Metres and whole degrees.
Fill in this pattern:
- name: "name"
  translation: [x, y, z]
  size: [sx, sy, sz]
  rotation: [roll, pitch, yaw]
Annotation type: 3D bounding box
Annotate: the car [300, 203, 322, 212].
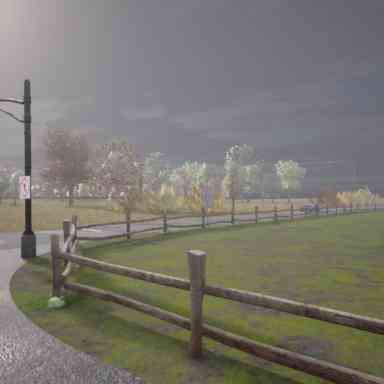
- name: "car"
  translation: [18.950, 2.448, 52.944]
  size: [2.033, 1.411, 5.357]
  rotation: [-1, -2, 40]
